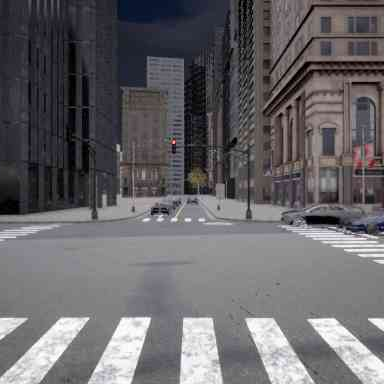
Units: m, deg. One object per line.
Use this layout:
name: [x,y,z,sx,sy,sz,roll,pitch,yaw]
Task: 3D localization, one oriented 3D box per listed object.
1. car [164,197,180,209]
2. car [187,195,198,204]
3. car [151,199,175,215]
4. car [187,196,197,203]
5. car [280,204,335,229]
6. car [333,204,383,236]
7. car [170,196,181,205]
car: [-3.064,1.556,43.218,2.128,1.511,4.902,0,0,0]
car: [0.092,1.479,65.202,2.097,1.767,4.553,0,0,0]
car: [-3.057,1.644,33.822,1.895,1.301,4.718,0,0,0]
car: [-0.019,1.688,75.100,2.128,1.511,4.902,0,0,0]
car: [8.140,1.499,21.198,4.902,1.511,2.128,0,0,5]
car: [10.700,1.521,17.580,5.357,1.411,2.033,0,0,-1]
car: [-3.005,1.597,62.777,1.882,1.535,5.008,0,0,0]
